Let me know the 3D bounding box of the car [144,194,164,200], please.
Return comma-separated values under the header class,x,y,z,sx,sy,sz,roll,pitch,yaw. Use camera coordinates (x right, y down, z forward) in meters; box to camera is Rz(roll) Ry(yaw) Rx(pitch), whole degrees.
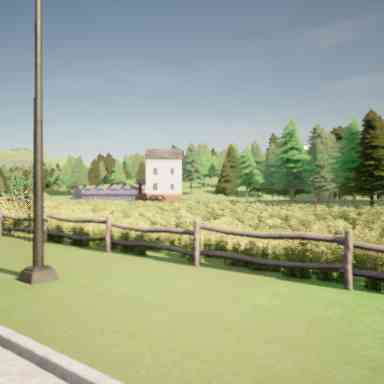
class,x,y,z,sx,sy,sz,roll,pitch,yaw
car,-8.189,1.276,71.889,4.605,1.855,1.932,0,0,35
